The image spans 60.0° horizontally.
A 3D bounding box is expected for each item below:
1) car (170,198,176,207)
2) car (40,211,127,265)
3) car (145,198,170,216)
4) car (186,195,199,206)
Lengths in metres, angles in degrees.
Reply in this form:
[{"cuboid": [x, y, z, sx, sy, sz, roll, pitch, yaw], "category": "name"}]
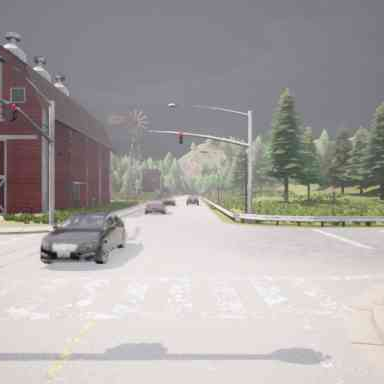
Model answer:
[{"cuboid": [-3.490, 1.601, 50.915, 1.895, 1.301, 4.718, 0, 0, 0], "category": "car"}, {"cuboid": [-3.575, 1.474, 11.732, 2.128, 1.511, 4.902, 0, 0, 0], "category": "car"}, {"cuboid": [-3.532, 1.525, 33.098, 1.812, 1.442, 4.674, 0, 0, 0], "category": "car"}, {"cuboid": [0.112, 1.352, 55.632, 2.097, 1.767, 4.553, 0, 0, 0], "category": "car"}]
